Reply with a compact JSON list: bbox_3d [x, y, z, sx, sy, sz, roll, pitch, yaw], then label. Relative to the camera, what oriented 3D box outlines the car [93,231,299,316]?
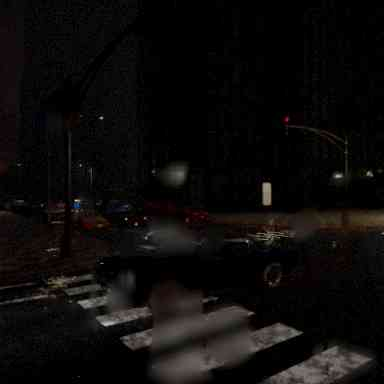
[{"bbox_3d":[0.262,1.624,7.685,4.718,1.301,1.895,0,0,-35],"label":"car"}]

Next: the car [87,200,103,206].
[{"bbox_3d":[-12.069,1.990,45.254,2.192,1.841,5.009,-1,0,-35],"label":"car"}]

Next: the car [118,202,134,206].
[{"bbox_3d":[-6.245,2.096,36.907,1.802,1.307,4.206,-1,0,-35],"label":"car"}]

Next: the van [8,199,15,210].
[{"bbox_3d":[-27.017,2.260,51.719,1.690,1.788,3.998,-1,0,-35],"label":"van"}]

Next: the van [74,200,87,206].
[{"bbox_3d":[-17.886,2.175,53.600,1.690,1.788,3.998,-1,0,-35],"label":"van"}]

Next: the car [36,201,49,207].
[{"bbox_3d":[-35.365,2.866,78.555,1.947,1.339,4.313,-1,0,-35],"label":"car"}]

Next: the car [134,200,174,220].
[{"bbox_3d":[-3.342,1.749,32.735,2.192,1.841,5.009,-1,0,-35],"label":"car"}]

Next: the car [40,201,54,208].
[{"bbox_3d":[-32.385,2.789,74.290,1.947,1.339,4.313,-1,0,-35],"label":"car"}]

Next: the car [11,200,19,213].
[{"bbox_3d":[-24.217,2.283,47.714,1.967,1.590,4.097,-1,0,-35],"label":"car"}]

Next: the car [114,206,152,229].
[{"bbox_3d":[-5.161,1.971,25.117,1.895,1.301,4.718,0,-1,-35],"label":"car"}]

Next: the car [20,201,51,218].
[{"bbox_3d":[-18.623,2.005,39.705,2.192,1.841,5.009,-1,0,-35],"label":"car"}]

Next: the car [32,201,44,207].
[{"bbox_3d":[-38.345,2.927,82.819,2.008,1.369,4.403,-1,0,-35],"label":"car"}]

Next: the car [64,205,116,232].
[{"bbox_3d":[-7.327,1.904,23.546,1.752,1.417,4.829,-1,0,-35],"label":"car"}]

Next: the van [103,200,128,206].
[{"bbox_3d":[-9.159,1.936,41.081,1.690,1.788,3.998,-1,0,-35],"label":"van"}]

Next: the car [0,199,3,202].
[{"bbox_3d":[-41.953,2.862,73.098,1.887,1.381,4.507,-1,0,-35],"label":"car"}]

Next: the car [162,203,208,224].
[{"bbox_3d":[-0.427,1.898,28.561,1.887,1.381,4.507,-1,0,-35],"label":"car"}]

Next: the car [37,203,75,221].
[{"bbox_3d":[-13.020,2.087,31.695,2.008,1.369,4.403,-1,0,-35],"label":"car"}]

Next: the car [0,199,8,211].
[{"bbox_3d":[-32.714,2.513,59.874,1.967,1.590,4.097,-1,0,-35],"label":"car"}]

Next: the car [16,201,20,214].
[{"bbox_3d":[-21.416,2.311,43.709,1.887,1.381,4.507,-1,0,-35],"label":"car"}]

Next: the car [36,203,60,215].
[{"bbox_3d":[-20.462,2.341,47.110,2.033,1.411,5.357,0,-1,-34],"label":"car"}]
